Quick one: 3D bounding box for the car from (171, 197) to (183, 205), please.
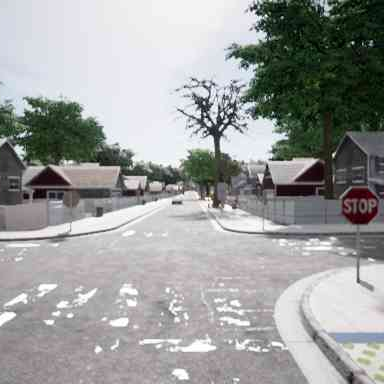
[{"bbox_3d":[-2.684,1.582,60.673,2.033,1.411,5.357,0,0,0],"label":"car"}]
